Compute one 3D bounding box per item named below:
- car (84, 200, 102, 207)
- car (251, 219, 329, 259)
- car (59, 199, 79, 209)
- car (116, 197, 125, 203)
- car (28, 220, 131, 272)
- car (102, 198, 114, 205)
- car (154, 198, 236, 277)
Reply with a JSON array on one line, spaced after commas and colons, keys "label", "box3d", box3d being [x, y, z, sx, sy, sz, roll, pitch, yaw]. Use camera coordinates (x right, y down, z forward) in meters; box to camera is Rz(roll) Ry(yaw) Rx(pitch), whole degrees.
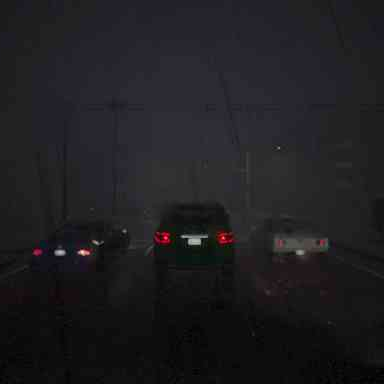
[{"label": "car", "box3d": [-19.750, 2.190, 65.345, 1.895, 1.301, 4.718, 0, -1, 0]}, {"label": "car", "box3d": [3.587, 1.722, 13.196, 1.895, 1.301, 4.718, 0, -1, 0]}, {"label": "car", "box3d": [-19.615, 1.986, 53.276, 1.837, 1.490, 4.892, 0, 0, -1]}, {"label": "car", "box3d": [-19.722, 2.120, 87.554, 1.812, 1.442, 4.674, 0, -1, 0]}, {"label": "car", "box3d": [-3.420, 1.650, 11.157, 2.033, 1.411, 5.357, 0, 0, 0]}, {"label": "car", "box3d": [-19.736, 2.189, 75.903, 1.837, 1.490, 4.892, 0, -1, 0]}, {"label": "car", "box3d": [0.078, 1.319, 10.682, 2.150, 2.045, 5.566, 0, -1, 0]}]
